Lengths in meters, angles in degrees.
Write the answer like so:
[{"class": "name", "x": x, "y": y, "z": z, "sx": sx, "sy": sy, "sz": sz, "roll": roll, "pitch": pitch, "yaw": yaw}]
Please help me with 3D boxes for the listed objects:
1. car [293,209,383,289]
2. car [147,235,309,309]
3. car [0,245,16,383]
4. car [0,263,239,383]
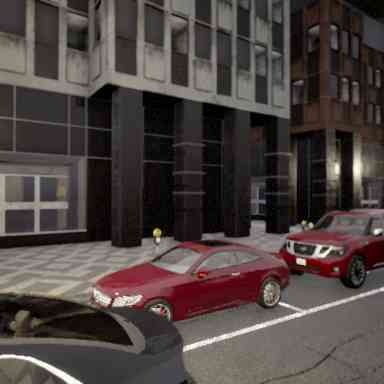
[{"class": "car", "x": 4.817, "y": 1.450, "z": 9.728, "sx": 5.009, "sy": 1.841, "sz": 2.192, "roll": 1, "pitch": -1, "yaw": -34}, {"class": "car", "x": 0.169, "y": 1.658, "z": 6.595, "sx": 4.206, "sy": 1.307, "sz": 1.802, "roll": 1, "pitch": -1, "yaw": -34}, {"class": "car", "x": -4.618, "y": 1.541, "z": 3.372, "sx": 4.829, "sy": 1.417, "sz": 1.752, "roll": 1, "pitch": -1, "yaw": -34}, {"class": "car", "x": -2.223, "y": 1.514, "z": 1.772, "sx": 4.892, "sy": 1.490, "sz": 1.837, "roll": 1, "pitch": -1, "yaw": -34}]
